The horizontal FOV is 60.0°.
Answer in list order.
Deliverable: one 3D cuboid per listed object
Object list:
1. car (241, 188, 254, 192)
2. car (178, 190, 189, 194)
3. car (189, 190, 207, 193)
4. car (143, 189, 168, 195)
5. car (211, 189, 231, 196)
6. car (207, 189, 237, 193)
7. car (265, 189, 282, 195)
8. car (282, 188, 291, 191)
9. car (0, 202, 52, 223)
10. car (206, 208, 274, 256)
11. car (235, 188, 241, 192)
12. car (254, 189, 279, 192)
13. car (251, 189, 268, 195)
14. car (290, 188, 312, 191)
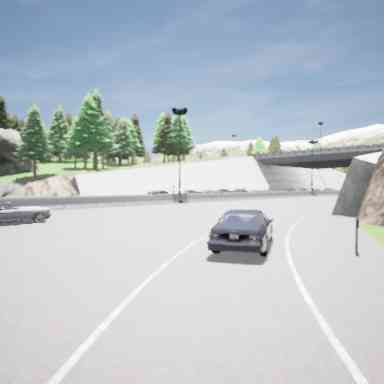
[{"bbox_3d":[12.765,0.214,69.404,1.994,1.385,4.181,1,2,43],"label":"car"},{"bbox_3d":[-0.715,0.325,60.192,1.812,1.442,4.674,1,2,44],"label":"car"},{"bbox_3d":[2.335,0.337,58.344,2.128,1.511,4.902,1,2,43],"label":"car"},{"bbox_3d":[-6.471,0.291,59.201,2.128,1.511,4.902,1,2,44],"label":"car"},{"bbox_3d":[6.356,0.073,72.798,1.837,1.490,4.892,1,2,43],"label":"car"},{"bbox_3d":[5.024,0.464,56.101,1.994,1.385,4.181,1,2,43],"label":"car"},{"bbox_3d":[20.317,0.020,82.593,1.895,1.301,4.718,1,2,43],"label":"car"},{"bbox_3d":[22.959,0.005,80.294,2.128,1.511,4.902,1,2,43],"label":"car"},{"bbox_3d":[-10.530,1.190,18.769,1.895,1.301,4.718,1,2,43],"label":"car"},{"bbox_3d":[1.914,1.310,12.140,2.033,1.411,5.357,1,1,16],"label":"car"},{"bbox_3d":[9.875,-0.033,71.433,2.097,1.767,4.553,1,2,43],"label":"car"},{"bbox_3d":[15.326,0.233,67.022,2.128,1.511,4.902,1,2,43],"label":"car"},{"bbox_3d":[17.155,-0.025,84.336,1.895,1.301,4.718,1,2,43],"label":"car"},{"bbox_3d":[25.580,0.130,77.974,1.895,1.301,4.718,1,2,43],"label":"car"}]
